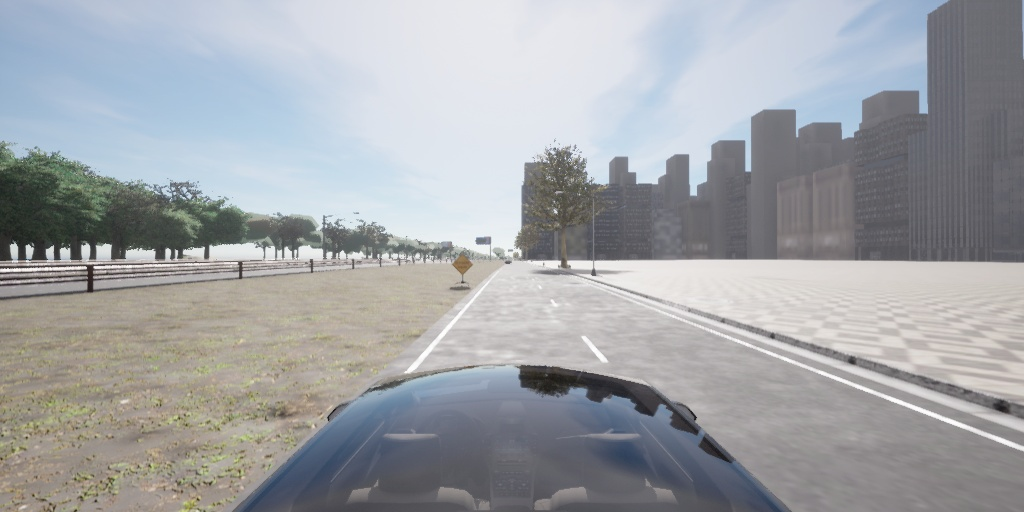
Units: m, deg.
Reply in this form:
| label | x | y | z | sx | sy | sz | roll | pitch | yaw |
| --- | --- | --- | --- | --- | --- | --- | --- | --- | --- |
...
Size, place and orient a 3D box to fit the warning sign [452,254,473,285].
| label | x | y | z | sx | sy | sz | roll | pitch | yaw |
| --- | --- | --- | --- | --- | --- | --- | --- | --- | --- |
| warning sign | -3.050 | 0.818 | 22.207 | 1.300 | 1.860 | 1.060 | 0 | 0 | 0 |
